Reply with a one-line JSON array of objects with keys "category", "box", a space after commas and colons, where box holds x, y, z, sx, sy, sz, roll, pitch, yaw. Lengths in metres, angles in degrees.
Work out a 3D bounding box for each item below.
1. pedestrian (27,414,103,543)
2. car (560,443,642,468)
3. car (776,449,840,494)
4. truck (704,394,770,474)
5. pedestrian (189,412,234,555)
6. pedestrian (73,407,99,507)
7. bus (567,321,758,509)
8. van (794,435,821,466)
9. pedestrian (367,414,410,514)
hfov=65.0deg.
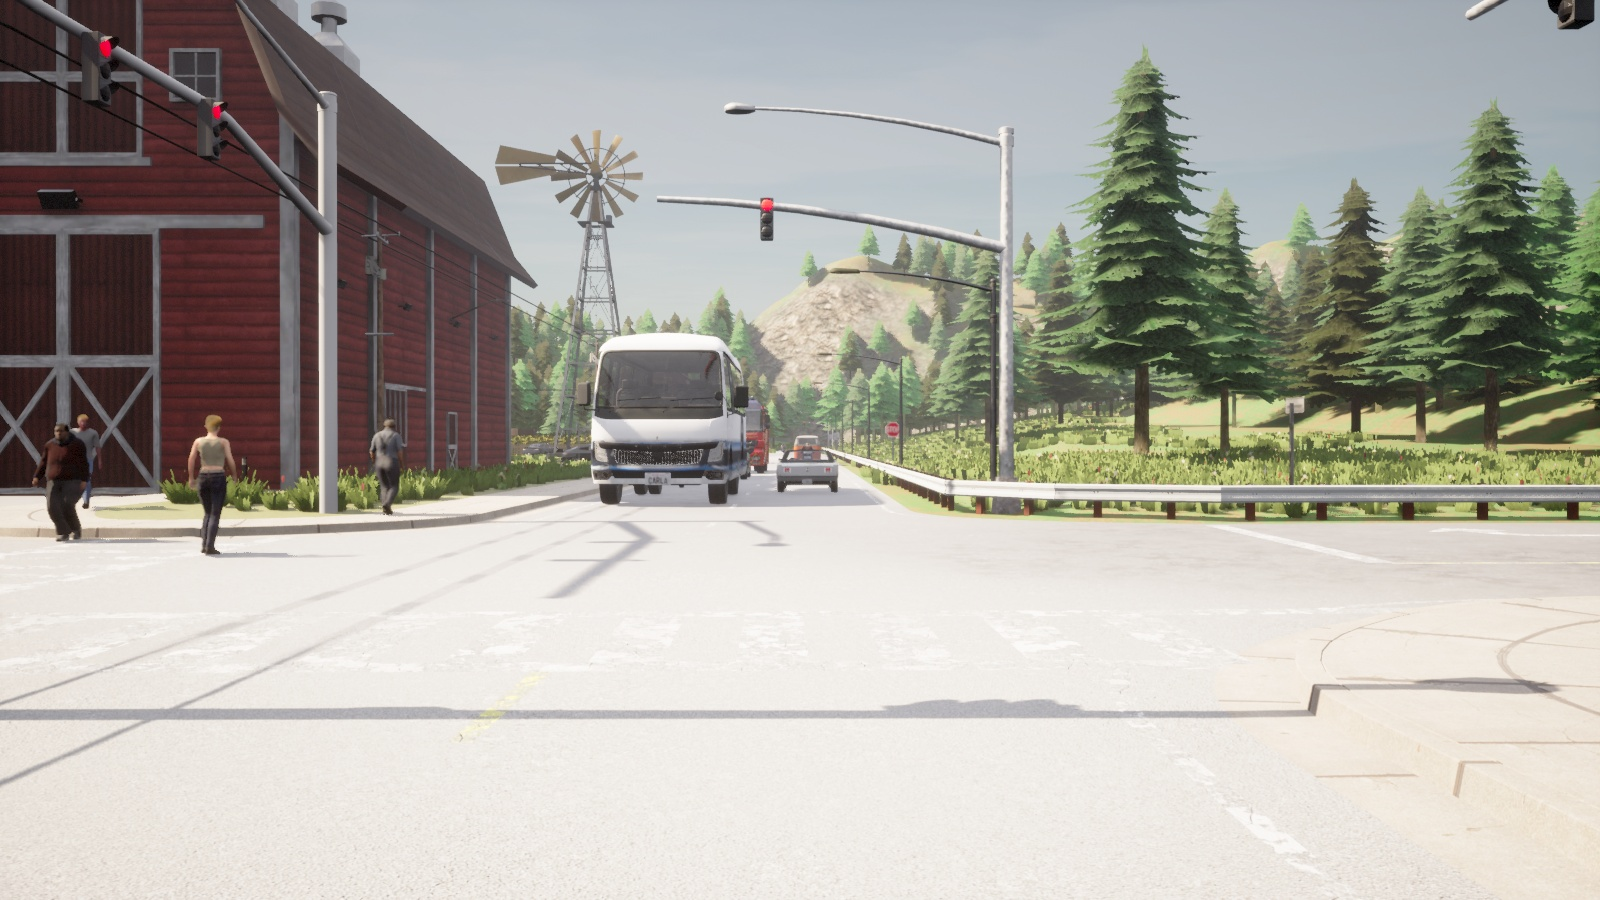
[{"category": "pedestrian", "box": [-10.845, 0.408, 18.552, 0.634, 1.844, 0.899, 0, 0, -4]}, {"category": "car", "box": [-12.031, 0.333, 76.139, 4.674, 1.442, 1.812, 0, 0, -1]}, {"category": "car", "box": [0.241, 0.624, 39.536, 1.895, 1.301, 4.718, 0, 0, 0]}, {"category": "truck", "box": [-3.115, -0.782, 64.074, 2.891, 3.827, 8.468, 0, 0, 0]}, {"category": "pedestrian", "box": [-7.684, 0.423, 16.408, 0.345, 1.836, 0.594, 0, 0, -3]}, {"category": "pedestrian", "box": [-13.247, 0.123, 23.305, 0.354, 1.836, 0.706, 0, 0, -25]}, {"category": "bus", "box": [-3.290, -0.823, 33.683, 3.944, 4.253, 10.273, 0, 0, 0]}, {"category": "van", "box": [0.499, 0.025, 84.048, 1.775, 1.987, 4.442, 0, 0, 0]}, {"category": "pedestrian", "box": [-7.643, 0.254, 23.362, 0.540, 1.848, 0.694, 0, 0, 4]}]
